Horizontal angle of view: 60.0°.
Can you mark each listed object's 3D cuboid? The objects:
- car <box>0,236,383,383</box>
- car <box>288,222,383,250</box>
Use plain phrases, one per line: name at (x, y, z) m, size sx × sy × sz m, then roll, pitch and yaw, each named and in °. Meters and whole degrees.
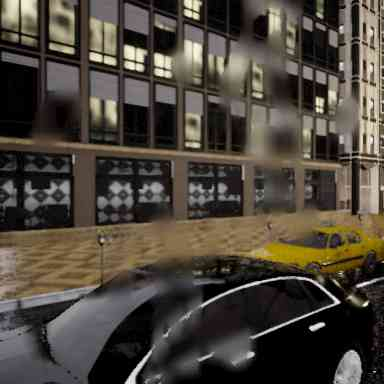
car at (-0.061, 1.503, 3.321) m, size 4.892 × 1.490 × 1.837 m, roll 0°, pitch 0°, yaw -35°
car at (3.458, 1.517, 9.031) m, size 4.829 × 1.417 × 1.752 m, roll 0°, pitch 0°, yaw -36°
